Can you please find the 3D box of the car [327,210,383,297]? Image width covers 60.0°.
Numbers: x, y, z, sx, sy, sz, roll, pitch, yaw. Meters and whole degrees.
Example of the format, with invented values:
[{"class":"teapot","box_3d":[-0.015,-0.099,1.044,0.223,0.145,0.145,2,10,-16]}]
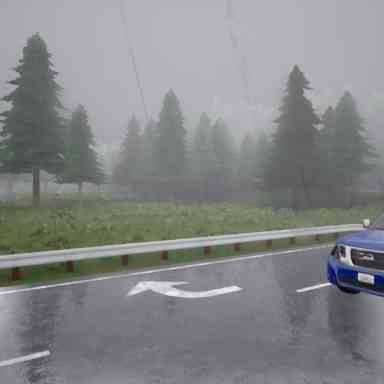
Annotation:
[{"class":"car","box_3d":[5.512,1.221,7.573,5.566,2.045,2.150,0,0,-33]}]
